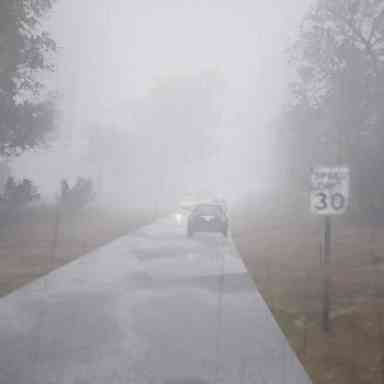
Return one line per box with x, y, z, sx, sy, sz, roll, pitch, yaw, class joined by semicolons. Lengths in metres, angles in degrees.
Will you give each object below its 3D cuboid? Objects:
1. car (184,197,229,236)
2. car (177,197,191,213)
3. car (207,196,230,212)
0.952;1.383;18.827;2.097;1.767;4.553;0;0;4;car
-0.254;1.258;34.832;1.882;1.535;5.008;1;2;8;car
2.956;1.251;36.447;2.128;1.511;4.902;1;2;8;car
